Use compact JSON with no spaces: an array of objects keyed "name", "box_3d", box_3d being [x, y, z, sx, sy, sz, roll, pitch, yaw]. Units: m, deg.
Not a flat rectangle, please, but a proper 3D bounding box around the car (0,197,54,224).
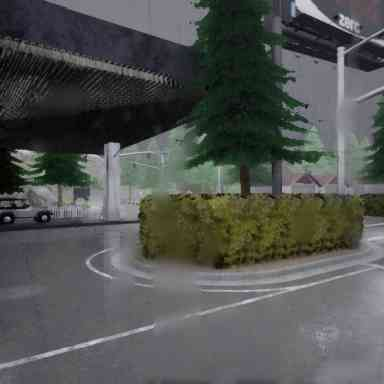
[{"name":"car","box_3d":[-11.986,1.313,23.463,3.866,1.878,1.905,0,0,-36]}]
